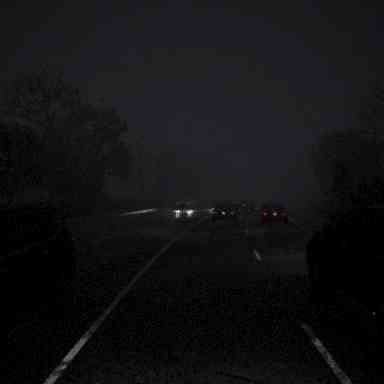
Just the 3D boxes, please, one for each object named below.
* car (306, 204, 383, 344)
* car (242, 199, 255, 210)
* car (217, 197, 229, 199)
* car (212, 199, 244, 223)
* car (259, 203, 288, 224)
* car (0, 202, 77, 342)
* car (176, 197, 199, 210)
[{"bbox_3d":[3.841,1.223,6.000,2.150,2.045,5.566,0,0,3],"label":"car"},{"bbox_3d":[6.891,1.531,42.502,1.994,1.385,4.181,0,0,17],"label":"car"},{"bbox_3d":[4.282,1.441,46.464,2.128,1.511,4.902,0,0,19],"label":"car"},{"bbox_3d":[2.664,1.522,25.722,2.033,1.411,5.357,0,0,11],"label":"car"},{"bbox_3d":[6.051,1.534,24.907,2.033,1.411,5.357,0,0,10],"label":"car"},{"bbox_3d":[-3.427,1.209,4.420,2.150,2.045,5.566,0,0,2],"label":"car"},{"bbox_3d":[-0.497,1.415,42.968,1.882,1.535,5.008,0,0,17],"label":"car"}]
